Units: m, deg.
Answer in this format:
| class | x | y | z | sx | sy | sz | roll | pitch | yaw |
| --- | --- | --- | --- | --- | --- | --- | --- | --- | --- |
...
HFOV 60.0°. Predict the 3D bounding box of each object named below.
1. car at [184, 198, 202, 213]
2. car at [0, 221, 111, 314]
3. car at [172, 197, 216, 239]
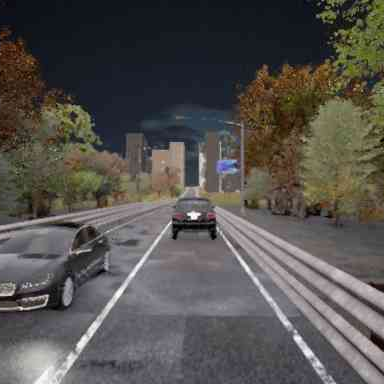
| class | x | y | z | sx | sy | sz | roll | pitch | yaw |
| --- | --- | --- | --- | --- | --- | --- | --- | --- | --- |
| car | 0.093 | 1.642 | 41.221 | 2.097 | 1.767 | 4.553 | 0 | -1 | 0 |
| car | -3.264 | 1.513 | 7.855 | 1.837 | 1.490 | 4.892 | 0 | -1 | 0 |
| car | 0.099 | 1.267 | 17.854 | 2.150 | 2.045 | 5.566 | 0 | 0 | 0 |
